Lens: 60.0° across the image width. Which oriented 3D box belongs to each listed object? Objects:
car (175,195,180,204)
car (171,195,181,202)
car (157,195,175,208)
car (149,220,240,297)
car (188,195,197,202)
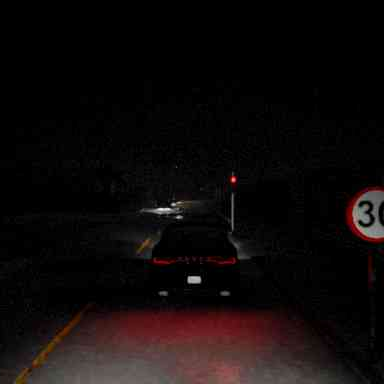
[{"bbox_3d":[-3.924,1.524,64.315,1.994,1.385,4.181,0,0,1],"label":"car"},{"bbox_3d":[-3.850,1.465,79.032,2.128,1.511,4.902,0,0,0],"label":"car"},{"bbox_3d":[-4.002,1.461,47.988,2.128,1.511,4.902,0,0,0],"label":"car"},{"bbox_3d":[0.068,1.472,8.629,1.882,1.535,5.008,0,0,1],"label":"car"},{"bbox_3d":[0.135,1.294,71.404,1.812,1.442,4.674,0,0,0],"label":"car"}]
